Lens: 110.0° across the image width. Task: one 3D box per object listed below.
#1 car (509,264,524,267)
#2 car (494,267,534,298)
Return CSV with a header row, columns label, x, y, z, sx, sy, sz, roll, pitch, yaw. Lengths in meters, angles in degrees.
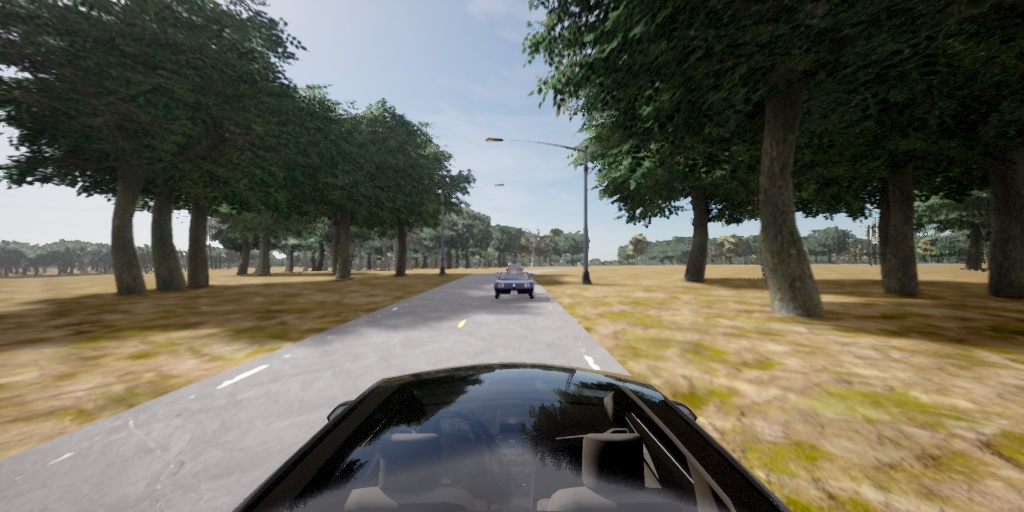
label,x,y,z,sx,sy,sz,roll,pitch,yaw
car,0.501,1.625,44.345,1.994,1.385,4.181,0,-1,5
car,0.103,1.419,18.892,1.895,1.301,4.718,0,0,0
